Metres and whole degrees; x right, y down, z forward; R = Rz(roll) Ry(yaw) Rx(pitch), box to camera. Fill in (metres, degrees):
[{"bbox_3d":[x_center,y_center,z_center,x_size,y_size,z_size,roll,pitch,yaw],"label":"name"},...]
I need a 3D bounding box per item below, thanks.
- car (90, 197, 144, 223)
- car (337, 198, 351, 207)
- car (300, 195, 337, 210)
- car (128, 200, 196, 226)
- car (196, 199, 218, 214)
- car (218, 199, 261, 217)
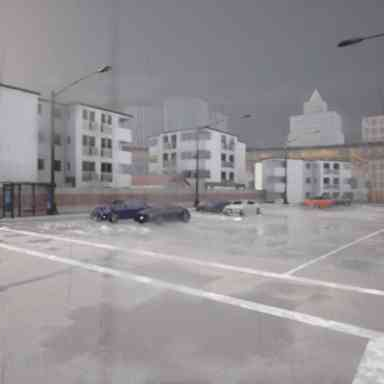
[{"bbox_3d":[-5.193,1.249,24.529,2.097,1.767,4.553,0,0,40],"label":"car"},{"bbox_3d":[20.960,1.552,48.919,4.718,1.301,1.895,0,0,-21],"label":"car"},{"bbox_3d":[15.771,1.298,42.111,4.553,1.767,2.097,0,0,-33],"label":"car"},{"bbox_3d":[-1.979,1.480,22.931,1.994,1.385,4.181,0,0,39],"label":"car"},{"bbox_3d":[2.567,1.455,33.821,2.033,1.411,5.357,0,0,39],"label":"car"},{"bbox_3d":[4.730,1.451,30.926,1.812,1.442,4.674,0,0,41],"label":"car"}]
